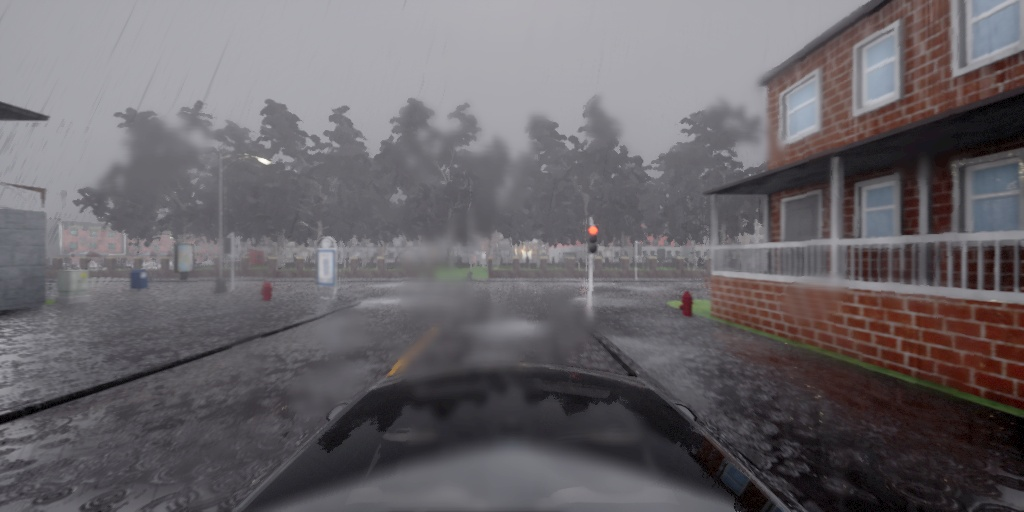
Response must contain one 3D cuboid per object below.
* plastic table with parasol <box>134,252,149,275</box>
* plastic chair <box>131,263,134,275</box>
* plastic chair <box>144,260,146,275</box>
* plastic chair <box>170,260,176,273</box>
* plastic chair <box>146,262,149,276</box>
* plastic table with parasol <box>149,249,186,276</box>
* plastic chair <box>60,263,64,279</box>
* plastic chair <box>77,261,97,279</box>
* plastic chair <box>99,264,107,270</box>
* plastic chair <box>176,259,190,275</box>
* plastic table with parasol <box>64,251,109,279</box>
[{"bbox_3d":[-43.618,0.633,43.568,2.482,2.480,2.482,0,0,-39],"label":"plastic table with parasol"},{"bbox_3d":[-44.626,1.307,42.818,0.730,1.272,0.750,0,0,-41],"label":"plastic chair"},{"bbox_3d":[-42.774,1.300,42.576,0.750,1.272,0.730,0,0,-34],"label":"plastic chair"},{"bbox_3d":[-38.294,1.317,39.953,0.750,1.272,0.730,0,0,-35],"label":"plastic chair"},{"bbox_3d":[-40.227,1.305,40.180,0.730,1.272,0.750,0,0,-40],"label":"plastic chair"},{"bbox_3d":[-39.197,0.706,40.926,2.482,2.480,2.482,0,0,-40],"label":"plastic table with parasol"},{"bbox_3d":[-42.956,1.299,34.848,0.730,1.272,0.750,0,0,-39],"label":"plastic chair"},{"bbox_3d":[-41.031,1.326,34.631,0.750,1.272,0.730,0,0,-35],"label":"plastic chair"},{"bbox_3d":[-40.935,1.321,36.337,0.730,1.272,0.750,0,0,-40],"label":"plastic chair"},{"bbox_3d":[-38.199,1.308,41.659,0.730,1.272,0.750,0,0,-40],"label":"plastic chair"},{"bbox_3d":[-41.931,0.695,35.604,2.482,2.480,2.482,0,0,-40],"label":"plastic table with parasol"}]
